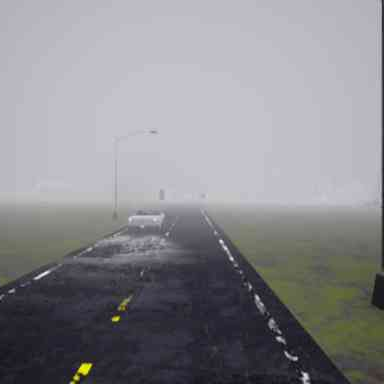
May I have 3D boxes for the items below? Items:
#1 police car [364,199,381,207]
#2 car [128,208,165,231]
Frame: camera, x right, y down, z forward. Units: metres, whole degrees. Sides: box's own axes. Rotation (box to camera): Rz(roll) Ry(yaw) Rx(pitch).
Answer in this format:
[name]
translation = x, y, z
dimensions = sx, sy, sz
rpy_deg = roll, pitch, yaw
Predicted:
[police car]
translation = 39.002, 2.349, 70.140
dimensions = 5.238, 1.638, 1.930
rpy_deg = 1, 0, 0
[car]
translation = -2.853, 1.705, 21.460
dimensions = 1.895, 1.301, 4.718
rpy_deg = 0, 0, 0
